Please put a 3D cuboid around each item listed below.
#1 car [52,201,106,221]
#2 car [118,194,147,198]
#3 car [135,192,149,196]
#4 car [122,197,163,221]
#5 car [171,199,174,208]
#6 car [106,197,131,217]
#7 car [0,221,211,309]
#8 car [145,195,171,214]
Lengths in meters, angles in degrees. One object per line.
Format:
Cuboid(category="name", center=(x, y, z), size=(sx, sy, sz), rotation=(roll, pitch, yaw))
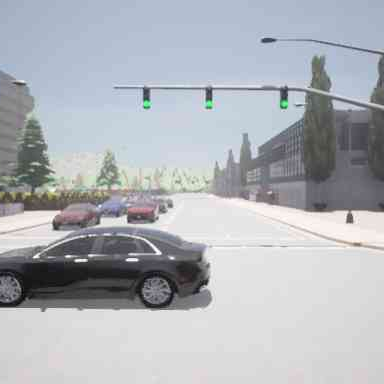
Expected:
Cuboid(category="car", center=(-7.077, 1.461, 20.869), size=(1.812, 1.442, 4.674), rotation=(0, 0, 0))
Cuboid(category="car", center=(-7.049, 1.370, 39.038), size=(2.128, 1.511, 4.902), rotation=(0, 0, 0))
Cuboid(category="car", center=(-7.010, 1.200, 49.461), size=(2.097, 1.767, 4.553), rotation=(0, 0, 0))
Cuboid(category="car", center=(-3.571, 1.401, 24.852), size=(1.882, 1.535, 5.008), rotation=(0, 0, 0))
Cuboid(category="car", center=(-3.527, 1.428, 44.224), size=(1.994, 1.385, 4.181), rotation=(0, 0, 1))
Cuboid(category="car", center=(-7.064, 1.434, 29.775), size=(1.812, 1.442, 4.674), rotation=(0, 0, 0))
Cuboid(category="car", center=(-2.038, 1.519, 7.222), size=(4.892, 1.490, 1.837), rotation=(0, 0, 2))
Cuboid(category="car", center=(-3.558, 1.399, 34.348), size=(1.837, 1.490, 4.892), rotation=(0, 0, 0))
